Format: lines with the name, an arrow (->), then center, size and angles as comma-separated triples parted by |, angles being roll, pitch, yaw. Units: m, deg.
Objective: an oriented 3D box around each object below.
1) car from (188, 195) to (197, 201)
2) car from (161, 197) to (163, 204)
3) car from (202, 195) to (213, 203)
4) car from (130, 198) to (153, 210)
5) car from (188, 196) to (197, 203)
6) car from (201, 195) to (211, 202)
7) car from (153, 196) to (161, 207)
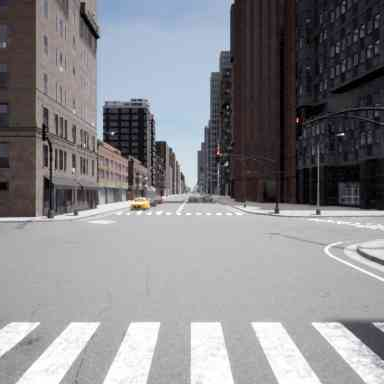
car -> 0.132, 1.558, 82.109 | 1.994, 1.385, 4.181 | 0, 0, 0
car -> -6.464, 1.488, 61.844 | 1.882, 1.535, 5.008 | 0, 0, 0
car -> 3.364, 1.533, 70.943 | 2.128, 1.511, 4.902 | 0, 0, 0
car -> -6.530, 1.486, 42.173 | 1.882, 1.535, 5.008 | 0, 0, 0
car -> 0.139, 1.527, 71.795 | 2.128, 1.511, 4.902 | 0, 0, 0
car -> 3.380, 1.500, 81.363 | 2.128, 1.511, 4.902 | 0, 0, 0
car -> -6.501, 1.574, 51.423 | 1.994, 1.385, 4.181 | 0, 0, 1
